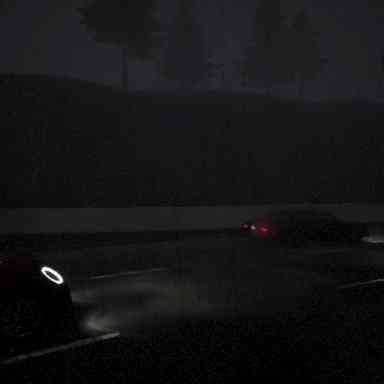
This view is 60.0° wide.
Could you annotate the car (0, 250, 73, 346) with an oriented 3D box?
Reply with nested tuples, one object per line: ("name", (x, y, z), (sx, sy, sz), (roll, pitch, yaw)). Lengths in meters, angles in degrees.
("car", (-4.168, 1.318, 4.764), (4.553, 1.767, 2.097), (0, 1, -36))

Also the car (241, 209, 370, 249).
("car", (4.732, 1.426, 13.794), (5.357, 1.411, 2.033), (0, 0, -21))
